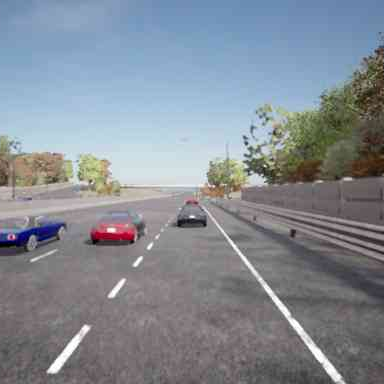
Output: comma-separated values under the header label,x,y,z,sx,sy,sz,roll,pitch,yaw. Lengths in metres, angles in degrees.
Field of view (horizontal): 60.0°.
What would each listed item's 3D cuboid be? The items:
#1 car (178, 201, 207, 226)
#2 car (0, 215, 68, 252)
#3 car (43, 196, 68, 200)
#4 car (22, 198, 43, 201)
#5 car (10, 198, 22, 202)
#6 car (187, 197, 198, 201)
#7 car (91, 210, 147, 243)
label,x,y,z,sx,sy,sz,roll,pitch,yaw
car,0.010,1.581,23.624,1.994,1.385,4.181,0,0,0
car,-6.892,1.607,13.881,1.895,1.301,4.718,0,0,0
car,-21.020,1.437,52.383,2.097,1.767,4.553,0,0,1
car,-24.506,1.636,53.525,2.033,1.411,5.357,0,0,1
car,-27.994,1.640,54.731,2.033,1.411,5.357,0,0,1
car,0.024,1.557,50.304,1.882,1.535,5.008,0,0,0
car,-3.393,1.572,16.009,1.994,1.385,4.181,0,0,0
